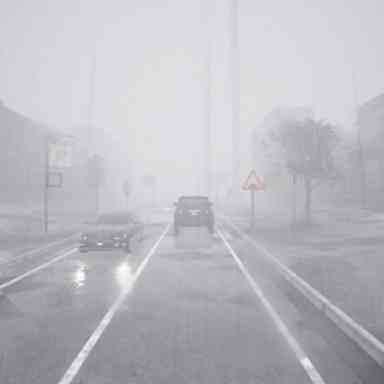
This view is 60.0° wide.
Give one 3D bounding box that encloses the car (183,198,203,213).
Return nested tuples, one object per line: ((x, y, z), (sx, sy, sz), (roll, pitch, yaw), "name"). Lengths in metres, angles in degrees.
((0.094, 1.448, 37.985), (2.128, 1.511, 4.902), (0, 0, 0), "car")

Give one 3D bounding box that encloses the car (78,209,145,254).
((-3.097, 1.494, 13.603), (1.837, 1.490, 4.892), (0, 0, 0), "car")

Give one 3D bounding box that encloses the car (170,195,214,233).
((0.097, 1.200, 19.622), (2.150, 2.045, 5.566), (0, 0, 0), "car")

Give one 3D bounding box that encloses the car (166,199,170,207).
((-3.074, 1.721, 53.364), (1.895, 1.301, 4.718), (0, -1, 0), "car")
